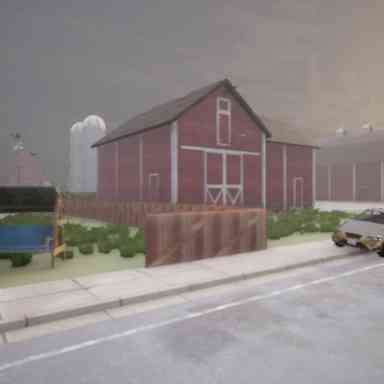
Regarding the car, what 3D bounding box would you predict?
[{"bbox_3d":[7.110,1.408,12.594,4.193,1.474,1.816,0,6,-38],"label":"car"}]
